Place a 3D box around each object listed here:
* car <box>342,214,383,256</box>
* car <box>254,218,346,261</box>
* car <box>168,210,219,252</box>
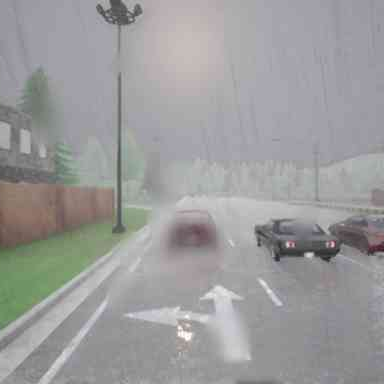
[{"bbox_3d":[7.049,1.573,13.201,1.994,1.385,4.181,0,0,0],"label":"car"},{"bbox_3d":[3.542,1.608,12.207,1.895,1.301,4.718,0,0,1],"label":"car"},{"bbox_3d":[0.057,1.486,14.047,1.882,1.535,5.008,0,0,0],"label":"car"}]
